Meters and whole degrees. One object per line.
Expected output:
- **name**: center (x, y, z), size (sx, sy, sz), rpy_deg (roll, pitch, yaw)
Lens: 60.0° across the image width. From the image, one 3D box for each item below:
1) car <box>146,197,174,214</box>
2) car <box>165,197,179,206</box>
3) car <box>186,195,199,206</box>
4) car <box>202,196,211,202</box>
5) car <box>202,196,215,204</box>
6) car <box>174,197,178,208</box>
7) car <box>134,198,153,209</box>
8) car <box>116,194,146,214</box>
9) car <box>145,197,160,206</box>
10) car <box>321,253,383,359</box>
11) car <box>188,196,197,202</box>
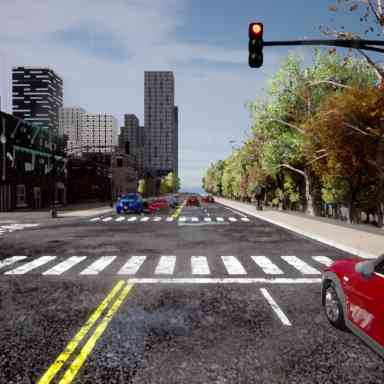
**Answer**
- **car**: center (-3.324, 1.466, 35.510), size (1.882, 1.535, 5.008), rpy_deg (0, 0, 0)
- **car**: center (-3.303, 1.527, 55.982), size (2.033, 1.411, 5.357), rpy_deg (0, 0, 0)
- **car**: center (0.123, 1.334, 54.235), size (2.097, 1.767, 4.553), rpy_deg (0, 0, 0)
- **car**: center (3.279, 1.522, 75.455), size (1.994, 1.385, 4.181), rpy_deg (0, 0, 0)
- **car**: center (3.373, 1.453, 65.312), size (1.882, 1.535, 5.008), rpy_deg (0, 0, 0)
- **car**: center (-3.315, 1.532, 45.409), size (2.033, 1.411, 5.357), rpy_deg (0, 0, 0)
- **car**: center (-6.567, 1.585, 45.508), size (1.895, 1.301, 4.718), rpy_deg (0, 0, 0)
- **car**: center (-6.571, 1.210, 35.761), size (2.150, 2.045, 5.566), rpy_deg (0, 0, 0)
- **car**: center (-6.551, 1.544, 55.537), size (1.994, 1.385, 4.181), rpy_deg (0, 0, 1)
- **car**: center (3.350, 1.351, 4.140), size (2.097, 1.767, 4.553), rpy_deg (0, 0, 0)
- **car**: center (0.030, 1.522, 75.778), size (1.994, 1.385, 4.181), rpy_deg (0, 0, 0)
